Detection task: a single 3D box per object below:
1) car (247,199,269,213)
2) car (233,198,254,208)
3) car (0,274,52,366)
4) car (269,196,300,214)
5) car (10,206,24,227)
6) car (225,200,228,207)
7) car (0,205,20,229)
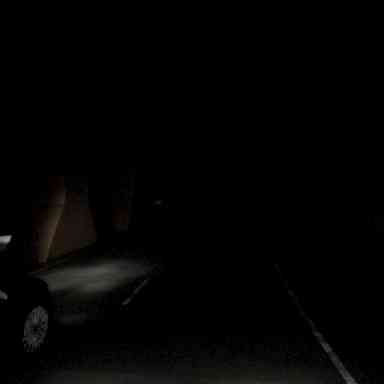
[{"bbox_3d":[8.301,1.739,41.282,1.882,1.535,5.008,0,0,27],"label":"car"},{"bbox_3d":[9.144,1.847,58.234,2.128,1.511,4.902,0,0,29],"label":"car"},{"bbox_3d":[-3.142,1.494,3.186,2.128,1.511,4.902,0,0,3],"label":"car"},{"bbox_3d":[11.210,1.489,39.336,2.150,2.045,5.566,0,0,27],"label":"car"},{"bbox_3d":[-7.995,1.628,19.302,1.994,1.385,4.181,0,0,14],"label":"car"},{"bbox_3d":[4.592,1.805,57.149,1.882,1.535,5.008,0,0,28],"label":"car"},{"bbox_3d":[-11.418,1.556,20.053,1.837,1.490,4.892,0,0,14],"label":"car"}]
